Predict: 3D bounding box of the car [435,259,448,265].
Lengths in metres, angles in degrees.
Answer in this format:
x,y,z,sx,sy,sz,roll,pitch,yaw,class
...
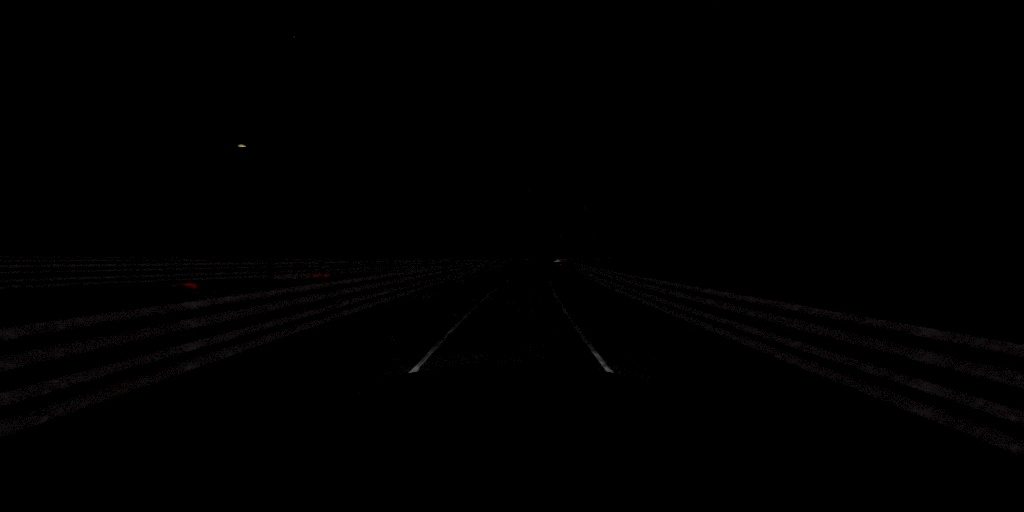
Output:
x,y,z,sx,sy,sz,roll,pitch,yaw,class
-11.135,1.165,61.172,1.895,1.301,4.718,1,0,22,car

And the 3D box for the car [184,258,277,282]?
x,y,z,sx,sy,sz,roll,pitch,yaw,class
-18.566,0.871,24.303,1.837,1.490,4.892,1,0,22,car

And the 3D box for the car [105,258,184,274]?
x,y,z,sx,sy,sz,roll,pitch,yaw,class
-25.426,0.816,26.004,2.033,1.411,5.357,1,0,22,car

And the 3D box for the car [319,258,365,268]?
x,y,z,sx,sy,sz,roll,pitch,yaw,class
-17.291,0.914,36.732,2.128,1.511,4.902,1,0,22,car

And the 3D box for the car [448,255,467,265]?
x,y,z,sx,sy,sz,roll,pitch,yaw,class
-7.876,0.836,59.880,2.150,2.045,5.566,1,0,22,car

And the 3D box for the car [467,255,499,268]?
x,y,z,sx,sy,sz,roll,pitch,yaw,class
-4.619,0.877,58.600,2.150,2.045,5.566,1,0,22,car
